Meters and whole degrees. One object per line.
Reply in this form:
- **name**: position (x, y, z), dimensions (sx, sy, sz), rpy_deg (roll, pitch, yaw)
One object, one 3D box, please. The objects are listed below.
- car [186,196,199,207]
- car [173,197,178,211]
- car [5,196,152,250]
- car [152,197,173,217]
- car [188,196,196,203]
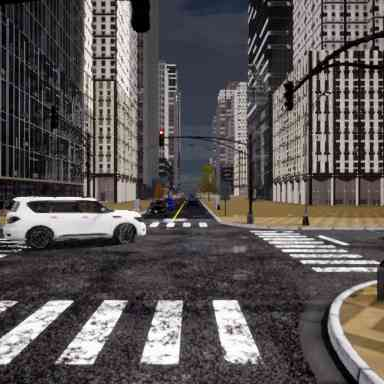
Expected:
- **car**: position (0.058, 1.543, 50.992), dimensions (2.033, 1.411, 5.357), rpy_deg (0, 0, 0)
- **car**: position (-3.127, 1.475, 41.479), dimensions (1.882, 1.535, 5.008), rpy_deg (0, 0, 0)
- **car**: position (-4.836, 1.207, 14.246), dimensions (5.566, 2.045, 2.150), rpy_deg (0, 1, -25)
- **car**: position (-3.124, 1.504, 31.189), dimensions (1.837, 1.490, 4.892), rpy_deg (0, 0, 0)
- **car**: position (0.002, 1.516, 71.051), dimensions (1.812, 1.442, 4.674), rpy_deg (0, 0, 0)
